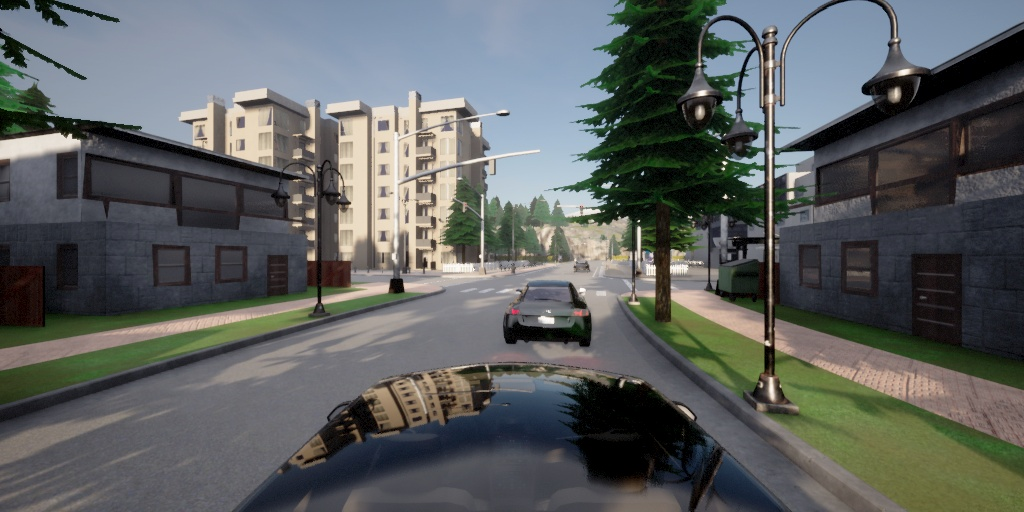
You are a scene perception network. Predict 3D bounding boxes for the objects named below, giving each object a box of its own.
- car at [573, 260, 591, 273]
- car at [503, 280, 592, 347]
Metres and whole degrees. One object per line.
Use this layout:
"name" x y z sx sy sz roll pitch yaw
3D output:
"car" 8.776 1.276 44.988 2.128 1.511 4.902 0 0 14
"car" 1.005 1.314 9.454 1.994 1.385 4.181 0 0 8
